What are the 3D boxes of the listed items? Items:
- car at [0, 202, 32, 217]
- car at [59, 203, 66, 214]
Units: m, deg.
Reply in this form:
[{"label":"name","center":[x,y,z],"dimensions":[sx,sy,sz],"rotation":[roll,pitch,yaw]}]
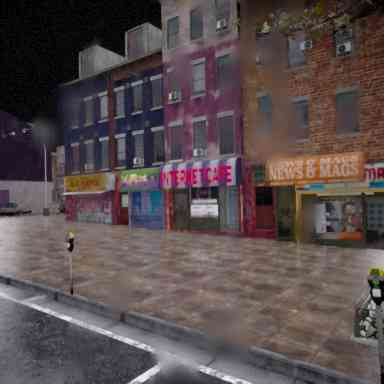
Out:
[{"label":"car","center":[-17.552,1.621,30.215],"dimensions":[2.033,1.411,5.357],"rotation":[-2,-1,39]},{"label":"car","center":[-11.102,1.451,34.145],"dimensions":[1.882,1.535,5.008],"rotation":[-2,-1,36]}]
